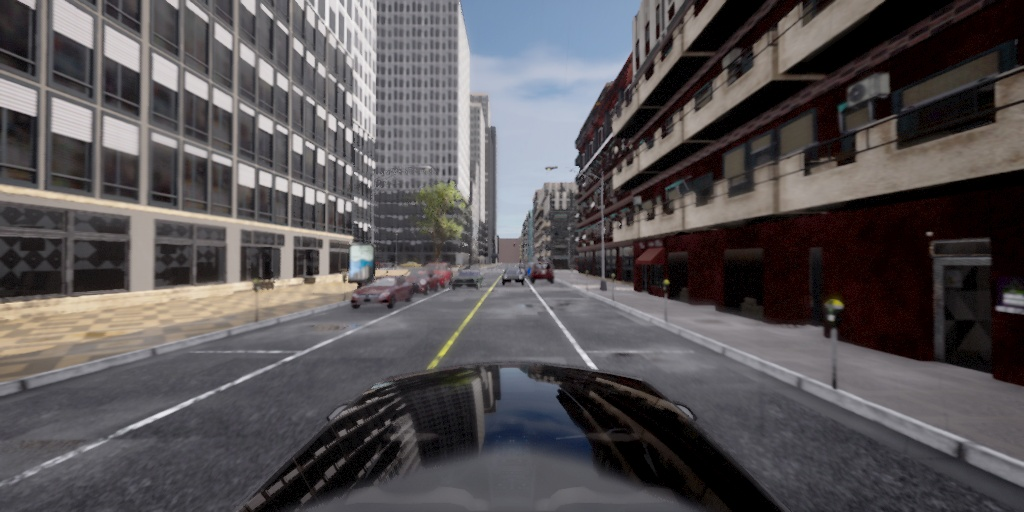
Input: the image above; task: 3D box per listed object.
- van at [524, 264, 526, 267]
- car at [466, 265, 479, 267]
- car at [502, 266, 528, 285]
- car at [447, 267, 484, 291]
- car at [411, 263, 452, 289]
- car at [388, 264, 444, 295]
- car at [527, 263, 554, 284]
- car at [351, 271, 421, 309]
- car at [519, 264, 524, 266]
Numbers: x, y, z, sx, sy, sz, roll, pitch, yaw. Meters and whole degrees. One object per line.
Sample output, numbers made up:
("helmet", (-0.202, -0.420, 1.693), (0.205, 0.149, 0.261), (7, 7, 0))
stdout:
("van", (2.702, 1.704, 43.922), (1.690, 1.789, 3.998), (0, 0, 0))
("car", (-5.677, 2.012, 49.473), (1.948, 1.339, 4.313), (0, 0, 0))
("car", (0.102, 1.770, 30.709), (1.895, 1.301, 4.718), (0, -1, 0))
("car", (-3.094, 1.693, 25.435), (1.895, 1.301, 4.718), (0, -1, 0))
("car", (-5.682, 1.434, 27.272), (2.192, 1.841, 5.009), (0, 0, 0))
("car", (-5.685, 1.479, 21.722), (1.967, 1.591, 4.097), (0, 0, 0))
("car", (2.699, 1.515, 32.821), (2.192, 1.841, 5.009), (0, 0, 0))
("car", (-5.686, 1.540, 16.171), (1.802, 1.307, 4.207), (0, 0, 0))
("car", (0.097, 1.954, 43.183), (1.895, 1.301, 4.718), (0, -1, 0))
